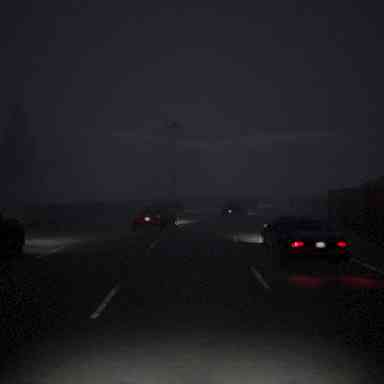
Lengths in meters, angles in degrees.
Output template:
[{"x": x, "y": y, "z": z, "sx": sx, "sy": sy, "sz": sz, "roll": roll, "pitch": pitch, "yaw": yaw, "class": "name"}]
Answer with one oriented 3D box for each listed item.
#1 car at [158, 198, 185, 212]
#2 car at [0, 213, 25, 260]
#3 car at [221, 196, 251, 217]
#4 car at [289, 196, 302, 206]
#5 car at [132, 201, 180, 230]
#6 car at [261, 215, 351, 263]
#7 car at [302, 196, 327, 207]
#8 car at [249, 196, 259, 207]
[{"x": -2.323, "y": 1.372, "z": 33.648, "sx": 1.882, "sy": 1.535, "sz": 5.008, "roll": -1, "pitch": 0, "yaw": 22, "class": "car"}, {"x": -6.876, "y": 1.192, "z": 9.163, "sx": 2.150, "sy": 2.045, "sz": 5.566, "roll": 0, "pitch": 0, "yaw": 1, "class": "car"}, {"x": 3.955, "y": 1.408, "z": 30.663, "sx": 1.837, "sy": 1.490, "sz": 4.892, "roll": -1, "pitch": 0, "yaw": 17, "class": "car"}, {"x": 17.021, "y": 1.341, "z": 52.009, "sx": 1.837, "sy": 1.490, "sz": 4.892, "roll": -2, "pitch": -1, "yaw": 44, "class": "car"}, {"x": -2.258, "y": 1.498, "z": 20.832, "sx": 1.994, "sy": 1.385, "sz": 4.181, "roll": 0, "pitch": 0, "yaw": 8, "class": "car"}, {"x": 3.713, "y": 1.510, "z": 11.765, "sx": 2.033, "sy": 1.411, "sz": 5.357, "roll": 0, "pitch": 0, "yaw": 3, "class": "car"}, {"x": 18.139, "y": 1.353, "z": 48.066, "sx": 1.837, "sy": 1.490, "sz": 4.892, "roll": -2, "pitch": -1, "yaw": 42, "class": "car"}, {"x": 7.587, "y": 1.348, "z": 45.601, "sx": 2.128, "sy": 1.511, "sz": 4.902, "roll": 0, "pitch": 0, "yaw": 35, "class": "car"}]
